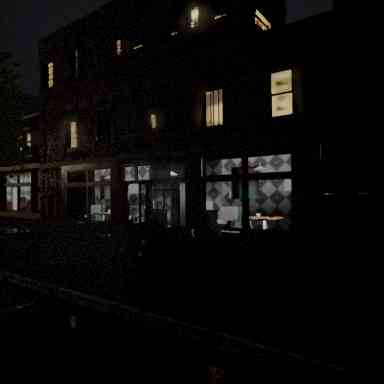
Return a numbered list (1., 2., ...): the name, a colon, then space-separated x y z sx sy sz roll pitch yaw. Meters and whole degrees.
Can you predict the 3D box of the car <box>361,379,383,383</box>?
1. car: 2.558 1.565 1.063 4.313 1.339 1.947 0 -1 36
